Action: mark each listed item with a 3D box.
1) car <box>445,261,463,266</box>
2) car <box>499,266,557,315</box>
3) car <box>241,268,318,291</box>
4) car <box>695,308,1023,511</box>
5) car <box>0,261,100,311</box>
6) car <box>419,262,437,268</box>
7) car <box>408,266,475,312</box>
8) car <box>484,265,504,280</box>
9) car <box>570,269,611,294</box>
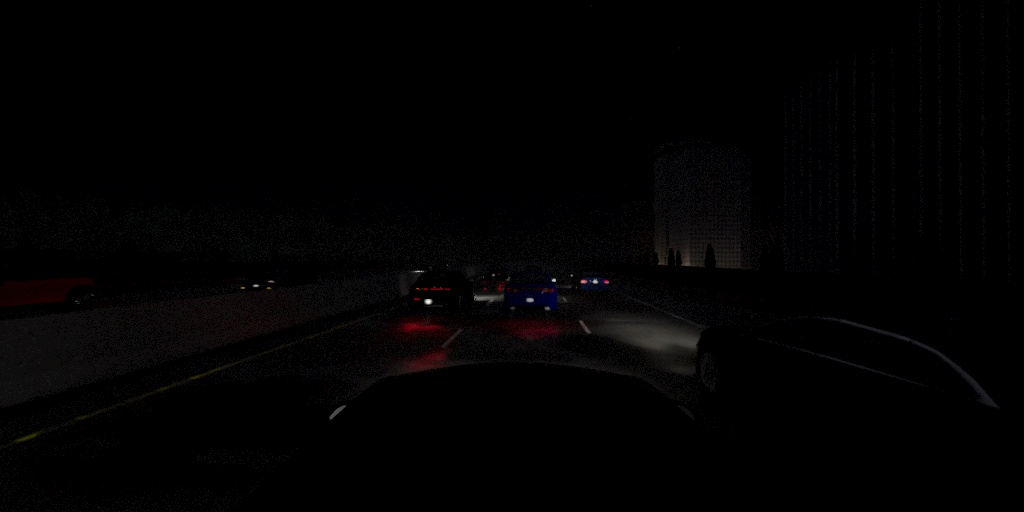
[{"bbox_3d":[-7.767,1.589,47.847,2.128,1.511,4.902,0,-1,4],"label":"car"},{"bbox_3d":[0.744,1.326,14.301,1.882,1.535,5.008,0,-1,3],"label":"car"},{"bbox_3d":[-13.102,1.364,20.498,1.994,1.385,4.181,0,0,4],"label":"car"},{"bbox_3d":[3.713,1.281,3.623,2.128,1.511,4.902,0,0,1],"label":"car"},{"bbox_3d":[-17.164,1.055,11.924,2.097,1.767,4.553,0,0,4],"label":"car"},{"bbox_3d":[-13.944,1.731,60.024,2.033,1.411,5.357,0,-1,4],"label":"car"},{"bbox_3d":[-2.733,1.332,14.741,1.837,1.490,4.892,0,0,3],"label":"car"},{"bbox_3d":[-1.511,1.530,34.114,1.812,1.442,4.674,0,-1,4],"label":"car"},{"bbox_3d":[4.744,1.490,22.211,2.033,1.411,5.357,0,-1,4],"label":"car"}]
